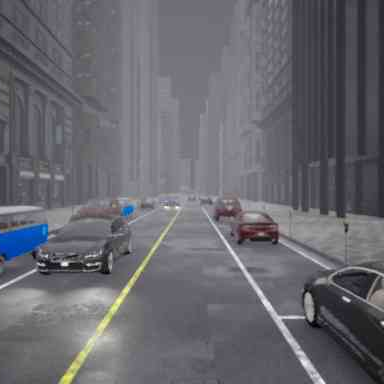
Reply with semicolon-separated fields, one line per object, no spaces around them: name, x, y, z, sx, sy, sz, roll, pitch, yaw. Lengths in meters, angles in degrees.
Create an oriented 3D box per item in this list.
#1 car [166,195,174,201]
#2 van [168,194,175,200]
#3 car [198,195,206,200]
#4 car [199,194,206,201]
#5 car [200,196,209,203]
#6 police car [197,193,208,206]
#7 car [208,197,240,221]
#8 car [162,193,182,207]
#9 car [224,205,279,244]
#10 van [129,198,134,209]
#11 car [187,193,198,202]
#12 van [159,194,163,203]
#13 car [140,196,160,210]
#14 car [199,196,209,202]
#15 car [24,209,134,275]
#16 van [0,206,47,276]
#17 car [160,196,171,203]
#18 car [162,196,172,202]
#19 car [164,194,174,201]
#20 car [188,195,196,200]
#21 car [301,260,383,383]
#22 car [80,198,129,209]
car;-5.750;1.570;88.763;1.887;1.381;4.507;0;0;0
van;-5.749;1.370;94.400;1.690;1.788;3.998;0;0;0
car;2.776;1.594;94.408;1.947;1.339;4.313;0;0;0
car;2.775;1.464;88.771;1.967;1.590;4.097;0;0;0
car;2.772;1.539;72.033;1.752;1.417;4.829;0;0;0
police car;2.376;1.429;56.378;1.930;1.638;5.238;0;0;0
car;2.765;1.309;26.772;2.192;1.841;5.009;0;0;0
car;-3.063;1.356;52.396;2.097;1.767;4.553;0;0;0
car;2.763;1.540;15.500;1.887;1.381;4.507;0;0;0
van;-5.760;1.336;26.759;1.690;1.788;3.998;0;0;0
car;0.013;1.362;73.538;1.882;1.535;5.008;0;0;0
van;-5.754;1.352;66.216;1.690;1.788;3.998;0;0;0
car;-5.757;1.543;43.669;1.887;1.381;4.507;0;0;0
car;2.773;1.568;77.499;2.008;1.369;4.403;0;0;0
car;-3.098;1.502;10.525;1.837;1.490;4.892;0;0;0
van;-5.763;1.338;9.850;1.690;1.788;3.998;0;0;0
car;-5.752;1.580;71.853;1.947;1.339;4.313;0;0;0
car;-5.751;1.584;77.490;1.947;1.339;4.313;0;0;0
car;-5.751;1.336;83.126;2.192;1.841;5.009;0;0;0
car;0.016;1.457;93.159;2.033;1.411;5.357;0;0;0
car;2.762;1.549;4.228;2.008;1.369;4.403;0;0;0
car;-5.761;1.310;21.123;2.192;1.841;5.009;0;0;0
